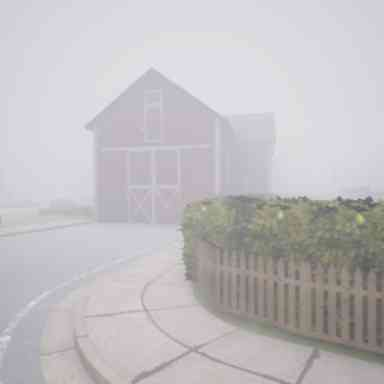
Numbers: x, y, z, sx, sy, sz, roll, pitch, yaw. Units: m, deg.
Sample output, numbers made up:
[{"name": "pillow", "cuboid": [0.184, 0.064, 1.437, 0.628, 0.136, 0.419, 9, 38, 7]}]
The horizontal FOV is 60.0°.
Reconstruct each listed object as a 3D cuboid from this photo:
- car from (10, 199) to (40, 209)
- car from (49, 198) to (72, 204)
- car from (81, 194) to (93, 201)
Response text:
[{"name": "car", "cuboid": [-23.281, 1.614, 46.596, 1.994, 1.385, 4.181, 0, 0, 14]}, {"name": "car", "cuboid": [-17.113, 1.492, 44.229, 1.816, 1.474, 4.193, -6, -1, 11]}, {"name": "car", "cuboid": [-19.404, 1.191, 62.041, 1.837, 1.490, 4.892, 0, 0, 14]}]
